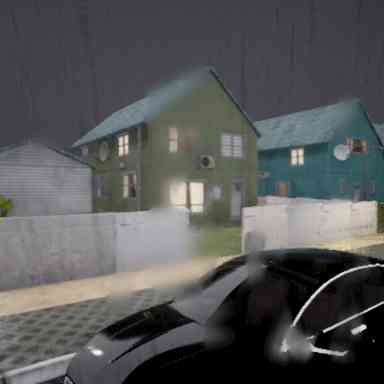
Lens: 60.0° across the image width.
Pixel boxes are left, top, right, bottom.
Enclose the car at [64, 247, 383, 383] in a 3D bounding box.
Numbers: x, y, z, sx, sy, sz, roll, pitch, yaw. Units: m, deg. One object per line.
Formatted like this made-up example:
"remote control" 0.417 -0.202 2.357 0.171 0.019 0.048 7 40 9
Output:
"car" 1.097 1.495 3.840 4.892 1.490 1.837 0 0 -35
